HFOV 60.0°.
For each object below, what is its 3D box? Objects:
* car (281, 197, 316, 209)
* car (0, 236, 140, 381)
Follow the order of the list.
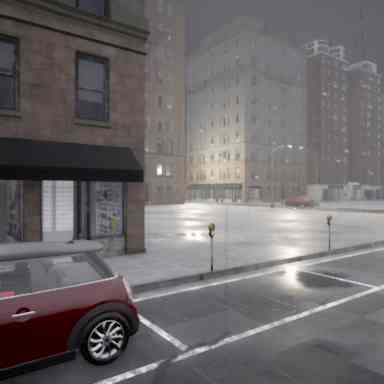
[{"bbox_3d":[13.835,1.389,43.202,1.812,1.442,4.674,0,0,-36],"label":"car"},{"bbox_3d":[-2.830,1.440,4.169,4.097,1.590,1.967,0,0,-36],"label":"car"}]
